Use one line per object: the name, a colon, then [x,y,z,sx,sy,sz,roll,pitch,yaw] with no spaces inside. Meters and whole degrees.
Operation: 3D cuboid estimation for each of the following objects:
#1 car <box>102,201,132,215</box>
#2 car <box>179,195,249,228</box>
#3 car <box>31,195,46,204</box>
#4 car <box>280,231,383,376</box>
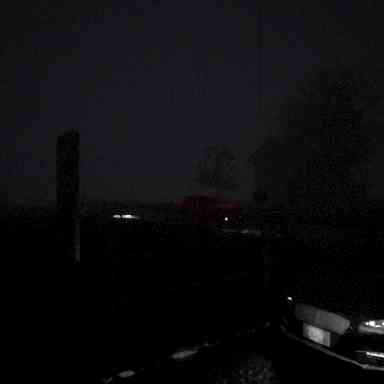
car: [-8.016,1.692,35.370,1.994,1.385,4.181,0,0,-36]
car: [1.309,1.201,22.513,2.150,2.045,5.566,0,0,-36]
car: [-36.107,2.054,78.912,1.837,1.490,4.892,0,0,-36]
car: [3.490,1.426,5.432,4.902,1.511,2.128,-1,0,-35]
